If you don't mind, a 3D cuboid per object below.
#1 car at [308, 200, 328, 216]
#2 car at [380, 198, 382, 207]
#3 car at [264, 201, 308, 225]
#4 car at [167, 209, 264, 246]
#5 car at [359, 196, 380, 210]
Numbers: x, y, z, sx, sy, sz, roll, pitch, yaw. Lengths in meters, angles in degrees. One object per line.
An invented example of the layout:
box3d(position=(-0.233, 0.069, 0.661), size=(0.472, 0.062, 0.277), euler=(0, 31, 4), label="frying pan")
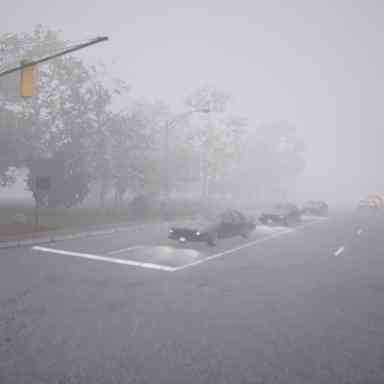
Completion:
box3d(position=(12.231, 1.524, 33.170), size=(2.033, 1.411, 5.357), euler=(0, 0, 32), label="car")
box3d(position=(28.119, 1.335, 51.447), size=(2.097, 1.767, 4.553), euler=(0, 0, 32), label="car")
box3d(position=(6.542, 1.525, 24.172), size=(2.033, 1.411, 5.357), euler=(0, 0, 32), label="car")
box3d(position=(1.168, 1.527, 15.598), size=(2.033, 1.411, 5.357), euler=(0, 0, 36), label="car")
box3d(position=(22.863, 1.585, 43.116), size=(1.895, 1.301, 4.718), euler=(0, 0, 32), label="car")
